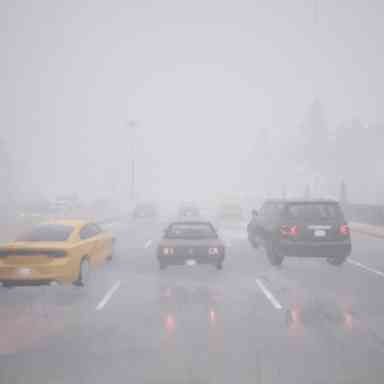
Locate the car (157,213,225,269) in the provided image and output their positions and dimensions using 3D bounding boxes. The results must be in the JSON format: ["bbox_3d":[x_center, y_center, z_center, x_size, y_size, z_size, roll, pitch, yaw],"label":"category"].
[{"bbox_3d":[-0.046,1.615,11.168,1.895,1.301,4.718,0,0,0],"label":"car"}]

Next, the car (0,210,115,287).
[{"bbox_3d":[-3.534,1.508,9.457,1.882,1.535,5.008,0,0,-1],"label":"car"}]

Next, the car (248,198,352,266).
[{"bbox_3d":[3.449,1.217,11.702,2.150,2.045,5.566,0,0,-1],"label":"car"}]

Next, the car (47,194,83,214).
[{"bbox_3d":[-14.613,1.342,38.756,2.150,2.045,5.566,0,0,-1],"label":"car"}]

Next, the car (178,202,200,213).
[{"bbox_3d":[-0.270,1.563,28.854,1.812,1.442,4.674,0,0,-1],"label":"car"}]

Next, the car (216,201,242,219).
[{"bbox_3d":[3.230,1.497,29.445,1.882,1.535,5.008,0,0,-1],"label":"car"}]

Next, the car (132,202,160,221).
[{"bbox_3d":[-3.753,1.545,27.777,2.128,1.511,4.902,0,0,-1],"label":"car"}]

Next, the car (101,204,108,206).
[{"bbox_3d":[-11.216,1.614,41.439,1.837,1.490,4.892,0,0,-2],"label":"car"}]
